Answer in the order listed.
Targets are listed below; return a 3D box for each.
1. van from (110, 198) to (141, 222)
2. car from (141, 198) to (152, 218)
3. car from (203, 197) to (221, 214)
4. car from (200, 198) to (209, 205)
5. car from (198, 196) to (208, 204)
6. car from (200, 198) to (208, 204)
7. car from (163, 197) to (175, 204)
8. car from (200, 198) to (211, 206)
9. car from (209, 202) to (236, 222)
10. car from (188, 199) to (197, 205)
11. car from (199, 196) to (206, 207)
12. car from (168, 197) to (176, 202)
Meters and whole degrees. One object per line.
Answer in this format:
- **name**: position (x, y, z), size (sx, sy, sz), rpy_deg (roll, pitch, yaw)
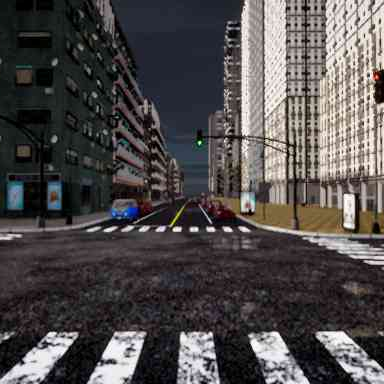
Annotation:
- **van**: position (-5.677, 1.526, 28.032), size (1.690, 1.788, 3.998), rpy_deg (0, 0, 0)
- **car**: position (-5.676, 1.537, 33.560), size (2.192, 1.841, 5.009), rpy_deg (0, 0, 0)
- **car**: position (2.704, 1.699, 39.085), size (1.967, 1.590, 4.097), rpy_deg (0, 0, 0)
- **car**: position (2.708, 2.040, 72.249), size (1.887, 1.381, 4.507), rpy_deg (0, 0, 0)
- **car**: position (2.711, 1.892, 83.305), size (2.192, 1.841, 5.009), rpy_deg (0, 0, 0)
- **car**: position (2.709, 2.118, 77.776), size (1.802, 1.307, 4.206), rpy_deg (0, 0, 0)
- **car**: position (-5.671, 1.976, 77.779), size (1.967, 1.590, 4.097), rpy_deg (0, 0, 0)
- **car**: position (2.707, 2.005, 66.721), size (2.008, 1.369, 4.403), rpy_deg (0, 0, 0)
- **car**: position (2.702, 1.767, 28.028), size (1.802, 1.307, 4.206), rpy_deg (0, 0, 0)
- **car**: position (0.110, 2.075, 69.330), size (1.895, 1.301, 4.718), rpy_deg (0, 0, 0)
- **car**: position (2.707, 1.815, 55.667), size (1.967, 1.590, 4.097), rpy_deg (0, 0, 0)
- **car**: position (-5.669, 2.227, 94.361), size (1.947, 1.339, 4.313), rpy_deg (0, 0, 0)
